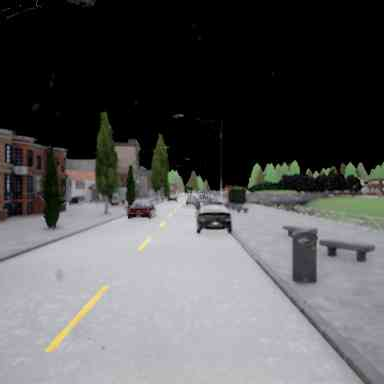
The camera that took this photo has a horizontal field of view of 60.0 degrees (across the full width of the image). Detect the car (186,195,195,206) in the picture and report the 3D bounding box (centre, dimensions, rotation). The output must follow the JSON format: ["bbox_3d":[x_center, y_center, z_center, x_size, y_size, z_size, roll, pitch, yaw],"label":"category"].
[{"bbox_3d":[0.008,1.425,52.756,1.994,1.385,4.181,0,0,0],"label":"car"}]

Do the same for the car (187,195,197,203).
[{"bbox_3d":[0.009,1.382,67.456,2.033,1.411,5.357,0,0,0],"label":"car"}]

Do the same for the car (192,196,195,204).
[{"bbox_3d":[1.204,1.412,35.245,1.837,1.490,4.892,0,0,0],"label":"car"}]

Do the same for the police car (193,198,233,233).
[{"bbox_3d":[1.185,1.374,19.358,1.930,1.638,5.238,0,0,0],"label":"police car"}]

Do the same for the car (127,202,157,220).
[{"bbox_3d":[-4.096,1.528,27.606,1.895,1.301,4.718,0,0,0],"label":"car"}]

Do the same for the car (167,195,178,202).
[{"bbox_3d":[-3.993,1.299,68.236,1.882,1.535,5.008,0,0,0],"label":"car"}]
